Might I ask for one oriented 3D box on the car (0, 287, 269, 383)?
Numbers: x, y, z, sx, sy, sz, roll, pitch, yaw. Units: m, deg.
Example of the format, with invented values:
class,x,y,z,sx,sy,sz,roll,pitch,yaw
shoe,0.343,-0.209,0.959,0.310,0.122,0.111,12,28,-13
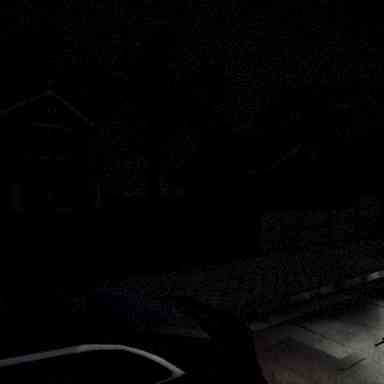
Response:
class,x,y,z,sx,sy,sz,roll,pitch,yaw
car,-1.679,1.491,1.867,4.902,1.511,2.128,0,0,-35
